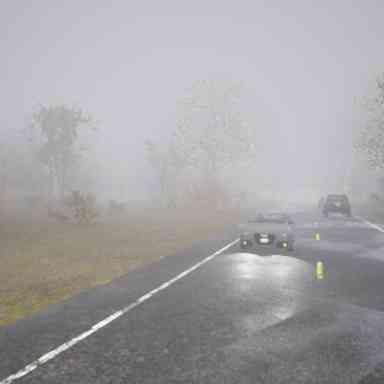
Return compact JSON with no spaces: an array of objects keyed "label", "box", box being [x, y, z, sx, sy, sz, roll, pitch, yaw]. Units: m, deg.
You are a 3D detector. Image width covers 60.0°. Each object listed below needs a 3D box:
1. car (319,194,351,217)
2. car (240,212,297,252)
[{"label":"car","box":[13.371,1.180,30.963,2.150,2.045,5.566,0,0,19]},{"label":"car","box":[3.307,1.558,13.896,1.994,1.385,4.181,0,0,20]}]
